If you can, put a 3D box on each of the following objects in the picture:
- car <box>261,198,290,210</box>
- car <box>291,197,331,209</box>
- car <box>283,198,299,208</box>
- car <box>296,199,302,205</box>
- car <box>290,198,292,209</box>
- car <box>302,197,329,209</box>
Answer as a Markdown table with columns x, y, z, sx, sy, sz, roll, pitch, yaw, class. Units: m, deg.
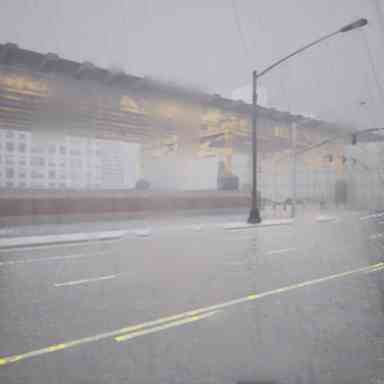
| x | y | z | sx | sy | sz | roll | pitch | yaw | class |
| --- | --- | --- | --- | --- | --- | --- | --- | --- | --- |
| 9.212 | 1.367 | 40.808 | 4.536 | 1.218 | 1.853 | 0 | 0 | 8 | car |
| 16.915 | 1.548 | 47.250 | 4.974 | 1.542 | 2.038 | 0 | 0 | -7 | car |
| 13.022 | 1.378 | 43.538 | 1.853 | 1.218 | 4.536 | 0 | 0 | 18 | car |
| 13.006 | 1.535 | 43.488 | 2.038 | 1.542 | 4.974 | 0 | 0 | 18 | car |
| 9.263 | 1.525 | 40.801 | 4.974 | 1.542 | 2.038 | 0 | 0 | 8 | car |
| 16.863 | 1.390 | 47.243 | 4.536 | 1.218 | 1.853 | 0 | 0 | -7 | car |
